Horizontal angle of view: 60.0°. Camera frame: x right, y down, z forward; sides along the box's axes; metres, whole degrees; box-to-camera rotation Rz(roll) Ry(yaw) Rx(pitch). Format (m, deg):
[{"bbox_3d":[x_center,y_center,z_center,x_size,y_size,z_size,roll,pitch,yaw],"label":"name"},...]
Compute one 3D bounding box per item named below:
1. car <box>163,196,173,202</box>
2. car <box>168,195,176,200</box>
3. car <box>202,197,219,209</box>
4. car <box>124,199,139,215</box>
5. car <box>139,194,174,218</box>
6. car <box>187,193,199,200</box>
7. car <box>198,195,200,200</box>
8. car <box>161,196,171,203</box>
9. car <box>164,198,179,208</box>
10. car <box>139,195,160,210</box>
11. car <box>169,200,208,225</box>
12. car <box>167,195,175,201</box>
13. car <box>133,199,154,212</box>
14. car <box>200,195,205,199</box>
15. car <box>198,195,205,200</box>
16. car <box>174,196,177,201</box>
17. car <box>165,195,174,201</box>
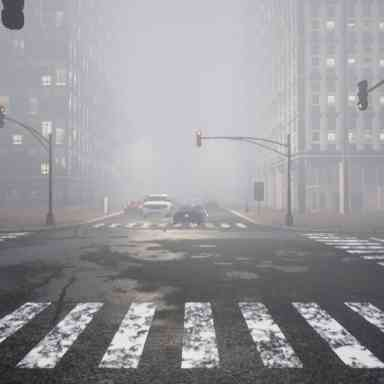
[{"bbox_3d":[-5.674,1.580,78.333,2.008,1.369,4.403,1,0,0],"label":"car"},{"bbox_3d":[-5.674,1.603,95.059,1.947,1.339,4.313,1,0,0],"label":"car"},{"bbox_3d":[2.704,1.598,44.944,1.802,1.307,4.206,1,0,0],"label":"car"},{"bbox_3d":[-5.673,1.452,33.732,1.967,1.590,4.097,1,0,0],"label":"car"},{"bbox_3d":[-3.097,1.232,30.297,2.150,2.045,5.566,0,0,0],"label":"car"},{"bbox_3d":[0.102,1.246,66.501,2.150,2.045,5.566,0,0,0],"label":"car"},{"bbox_3d":[2.705,1.589,61.677,1.947,1.339,4.313,1,0,0],"label":"car"},{"bbox_3d":[-5.674,1.572,72.758,1.887,1.381,4.507,1,0,0],"label":"car"},{"bbox_3d":[-3.093,1.582,50.261,1.994,1.385,4.181,0,0,0],"label":"car"},{"bbox_3d":[-5.670,1.331,44.882,2.192,1.841,5.009,1,0,0],"label":"car"},{"bbox_3d":[-0.165,1.572,24.381,1.994,1.385,4.181,0,0,6],"label":"car"},{"bbox_3d":[-5.673,1.585,89.483,2.008,1.369,4.403,1,0,0],"label":"car"},{"bbox_3d":[-5.676,1.596,39.307,1.802,1.307,4.206,1,0,0],"label":"car"},{"bbox_3d":[2.706,1.546,56.269,1.752,1.417,4.829,1,0,0],"label":"car"},{"bbox_3d":[2.707,1.582,95.140,1.887,1.381,4.507,1,0,0],"label":"car"},{"bbox_3d":[-3.097,1.540,40.219,1.812,1.442,4.674,0,0,0],"label":"car"},{"bbox_3d":[-5.674,1.576,83.908,1.887,1.381,4.507,1,0,0],"label":"car"}]
